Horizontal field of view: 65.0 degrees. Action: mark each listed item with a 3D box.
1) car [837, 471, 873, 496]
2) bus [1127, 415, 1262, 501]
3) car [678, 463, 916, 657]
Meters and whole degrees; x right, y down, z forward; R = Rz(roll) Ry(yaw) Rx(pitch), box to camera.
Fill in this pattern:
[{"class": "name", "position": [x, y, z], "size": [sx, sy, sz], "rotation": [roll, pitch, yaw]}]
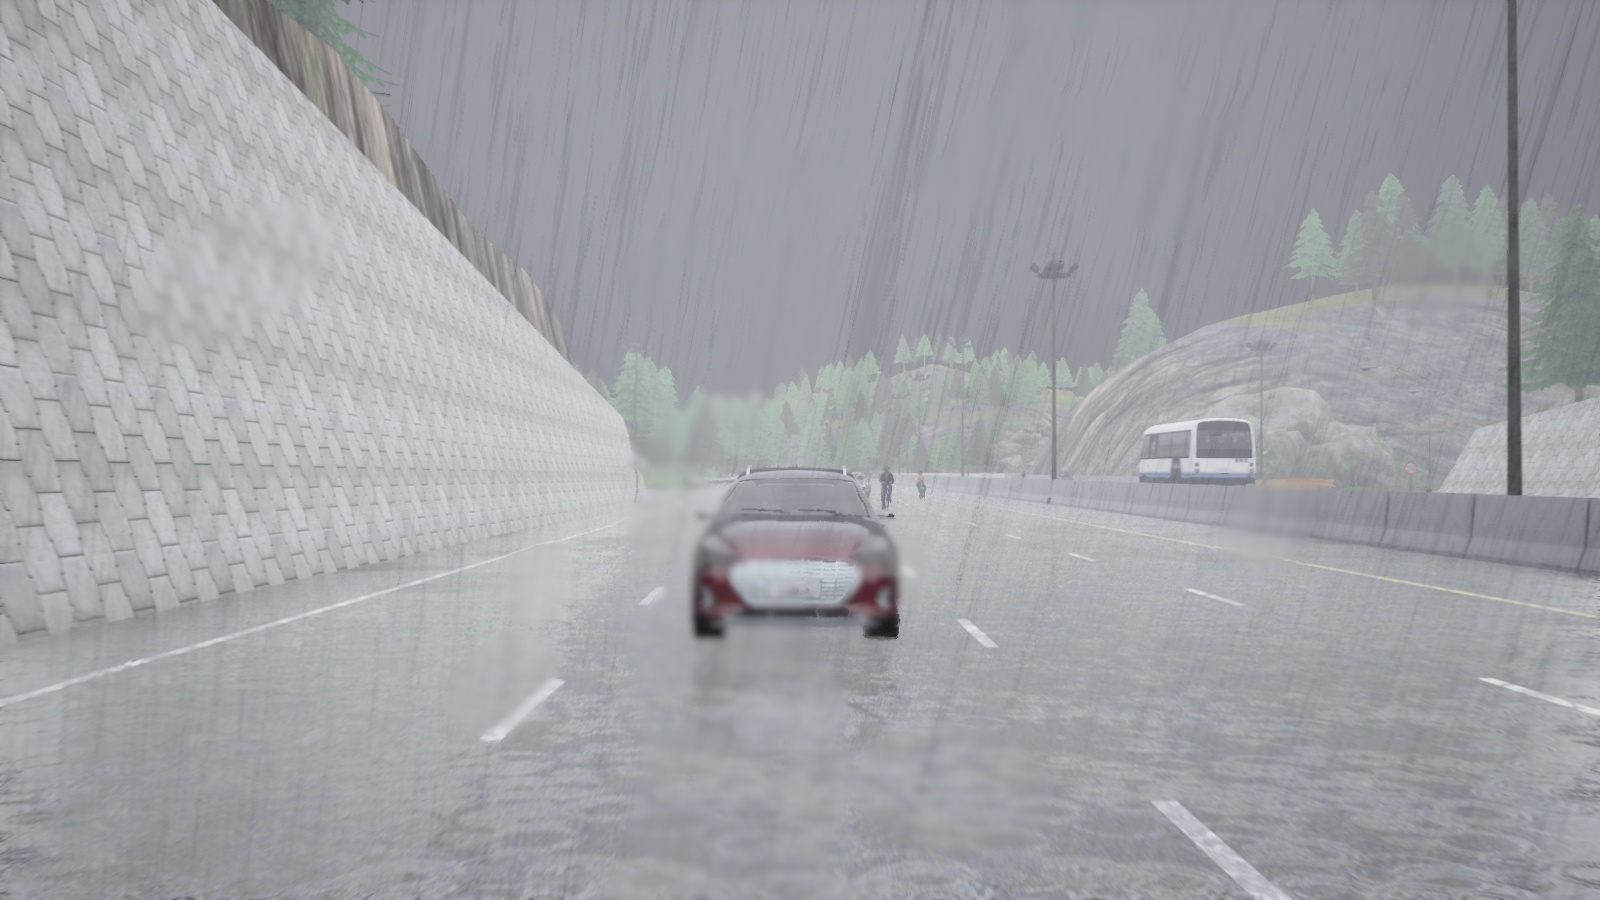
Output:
[{"class": "car", "position": [3.314, 2.047, 76.470], "size": [1.970, 1.475, 3.806], "rotation": [0, -1, 0]}, {"class": "bus", "position": [20.831, 0.480, 67.244], "size": [3.944, 4.253, 10.273], "rotation": [0, -1, 0]}, {"class": "car", "position": [-0.032, 0.964, 13.152], "size": [2.033, 1.649, 4.856], "rotation": [0, -1, 0]}]
